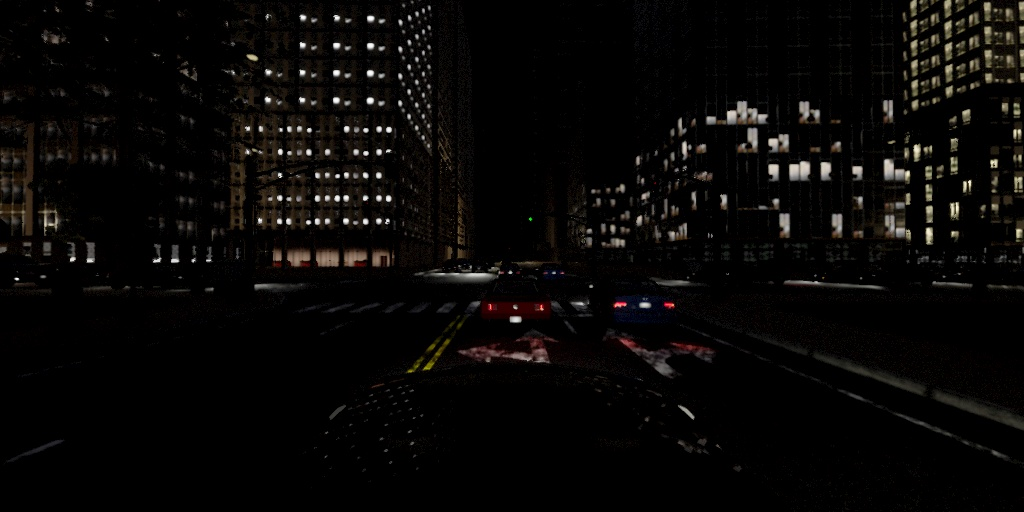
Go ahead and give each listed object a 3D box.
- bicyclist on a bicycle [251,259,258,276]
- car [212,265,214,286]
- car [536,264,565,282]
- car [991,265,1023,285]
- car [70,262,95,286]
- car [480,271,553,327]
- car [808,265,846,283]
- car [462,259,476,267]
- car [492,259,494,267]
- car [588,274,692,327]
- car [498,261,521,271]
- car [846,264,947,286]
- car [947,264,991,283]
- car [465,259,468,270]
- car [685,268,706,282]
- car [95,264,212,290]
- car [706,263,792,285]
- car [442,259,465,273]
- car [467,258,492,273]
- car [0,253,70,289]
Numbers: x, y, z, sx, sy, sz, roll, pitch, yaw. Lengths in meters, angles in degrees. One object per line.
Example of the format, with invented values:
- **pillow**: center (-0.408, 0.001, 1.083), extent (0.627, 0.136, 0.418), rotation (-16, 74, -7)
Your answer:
- **bicyclist on a bicycle**: center (-25.161, 1.121, 34.724), extent (0.582, 1.620, 1.656), rotation (0, 0, 2)
- **car**: center (-19.982, 1.244, 23.703), extent (4.181, 1.385, 1.994), rotation (0, -1, 2)
- **car**: center (3.066, 1.347, 29.244), extent (2.033, 1.411, 5.357), rotation (0, -1, -1)
- **car**: center (37.439, 1.277, 25.006), extent (5.008, 1.535, 1.882), rotation (0, -1, 2)
- **car**: center (-28.967, 1.146, 23.976), extent (5.008, 1.535, 1.882), rotation (0, -1, 2)
- **car**: center (0.097, 1.343, 11.439), extent (1.895, 1.301, 4.718), rotation (0, 0, 0)
- **car**: center (26.213, 1.395, 28.563), extent (4.181, 1.385, 1.994), rotation (0, -1, 2)
- **car**: center (-7.378, 1.226, 62.146), extent (1.994, 1.385, 4.181), rotation (0, 0, -1)
- **car**: center (-4.011, 1.226, 53.390), extent (2.033, 1.411, 5.357), rotation (0, 0, -1)
- **car**: center (3.627, 1.289, 11.554), extent (2.033, 1.411, 5.357), rotation (0, 0, 6)
- **car**: center (-0.194, 1.350, 29.741), extent (2.033, 1.411, 5.357), rotation (0, -1, -1)
- **car**: center (26.999, 1.313, 25.283), extent (4.674, 1.442, 1.812), rotation (0, -1, 2)
- **car**: center (36.488, 1.368, 28.283), extent (4.674, 1.442, 1.812), rotation (0, -1, 2)
- **car**: center (-7.253, 1.157, 52.180), extent (1.882, 1.535, 5.008), rotation (0, 0, -1)
- **car**: center (16.842, 1.367, 28.818), extent (5.357, 1.411, 2.033), rotation (0, -1, 2)
- **car**: center (-20.322, 1.162, 20.464), extent (4.674, 1.442, 1.812), rotation (0, -1, 2)
- **car**: center (17.033, 1.267, 25.562), extent (4.902, 1.511, 2.128), rotation (0, -1, 2)
- **car**: center (-7.126, 1.200, 42.833), extent (1.837, 1.490, 4.892), rotation (0, 0, -1)
- **car**: center (-3.895, 1.186, 43.699), extent (2.128, 1.511, 4.902), rotation (0, 0, -2)
- **car**: center (-29.762, 0.844, 20.750), extent (5.566, 2.045, 2.150), rotation (0, -1, 2)
